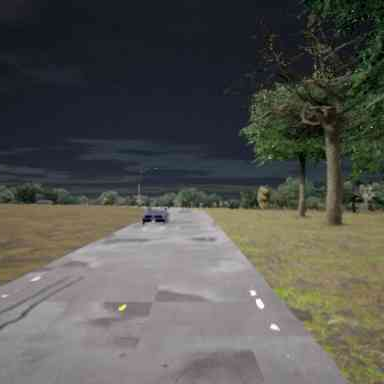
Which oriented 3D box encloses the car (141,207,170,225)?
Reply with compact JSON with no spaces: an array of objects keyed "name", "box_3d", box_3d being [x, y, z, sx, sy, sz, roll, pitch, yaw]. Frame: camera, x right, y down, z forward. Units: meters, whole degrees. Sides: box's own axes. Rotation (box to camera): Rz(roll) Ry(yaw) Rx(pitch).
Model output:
[{"name":"car","box_3d":[-2.794,1.839,26.230,1.895,1.301,4.718,0,-1,0]}]
